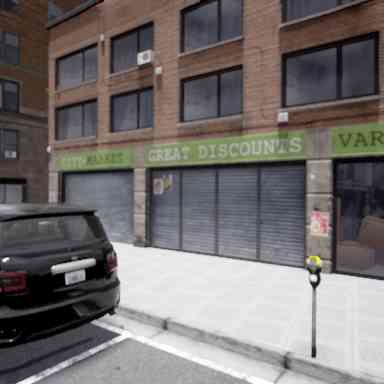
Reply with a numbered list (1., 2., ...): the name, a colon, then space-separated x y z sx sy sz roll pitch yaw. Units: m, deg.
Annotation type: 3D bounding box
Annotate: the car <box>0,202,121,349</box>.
1. car: -3.708 1.195 5.927 5.566 2.045 2.150 0 0 36
